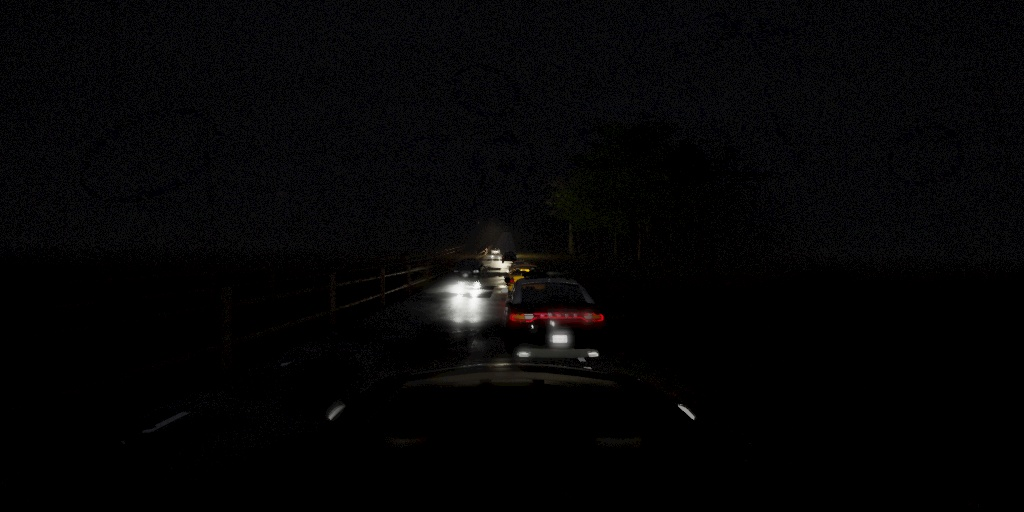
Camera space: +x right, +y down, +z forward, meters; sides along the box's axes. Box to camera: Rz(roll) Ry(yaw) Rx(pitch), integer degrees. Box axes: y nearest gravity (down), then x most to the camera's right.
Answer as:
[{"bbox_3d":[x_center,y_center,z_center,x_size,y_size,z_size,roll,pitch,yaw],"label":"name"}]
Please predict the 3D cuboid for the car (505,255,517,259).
[{"bbox_3d":[0.620,0.969,24.586,1.801,1.575,5.366,0,1,-1],"label":"car"}]

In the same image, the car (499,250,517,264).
[{"bbox_3d":[-0.392,0.111,51.834,2.097,1.767,4.553,0,2,0],"label":"car"}]

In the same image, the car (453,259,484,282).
[{"bbox_3d":[-3.069,0.974,26.064,2.128,1.511,4.902,0,1,-1],"label":"car"}]

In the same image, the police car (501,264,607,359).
[{"bbox_3d":[0.769,1.149,8.510,1.930,1.638,5.238,0,0,-1],"label":"police car"}]

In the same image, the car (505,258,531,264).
[{"bbox_3d":[0.675,1.072,18.587,1.801,1.575,5.366,0,1,-1],"label":"car"}]
